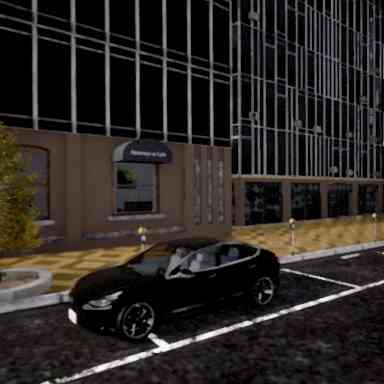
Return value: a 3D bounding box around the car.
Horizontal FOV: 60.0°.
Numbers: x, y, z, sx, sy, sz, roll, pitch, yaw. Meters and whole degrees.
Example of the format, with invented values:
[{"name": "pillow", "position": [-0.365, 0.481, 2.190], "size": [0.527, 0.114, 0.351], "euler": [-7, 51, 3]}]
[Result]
[{"name": "car", "position": [-0.103, 1.599, 6.500], "size": [4.313, 1.339, 1.947], "euler": [1, -1, -35]}]
